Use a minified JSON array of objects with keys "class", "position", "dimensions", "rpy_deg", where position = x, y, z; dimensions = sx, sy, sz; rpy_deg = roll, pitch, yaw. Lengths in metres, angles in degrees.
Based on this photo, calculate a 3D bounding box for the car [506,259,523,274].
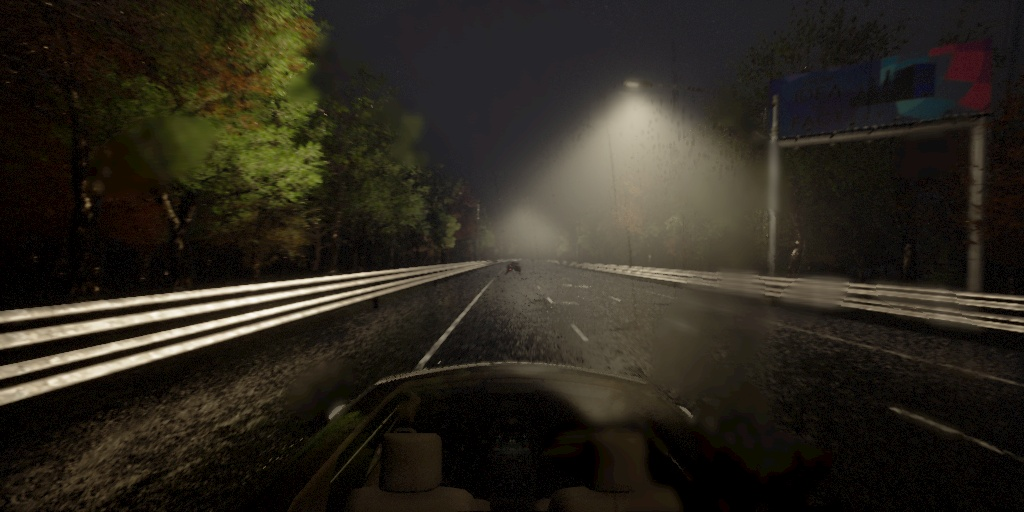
[{"class":"car","position":[0.246,1.438,44.462],"dimensions":[1.837,1.490,4.892],"rpy_deg":[1,-1,1]}]
